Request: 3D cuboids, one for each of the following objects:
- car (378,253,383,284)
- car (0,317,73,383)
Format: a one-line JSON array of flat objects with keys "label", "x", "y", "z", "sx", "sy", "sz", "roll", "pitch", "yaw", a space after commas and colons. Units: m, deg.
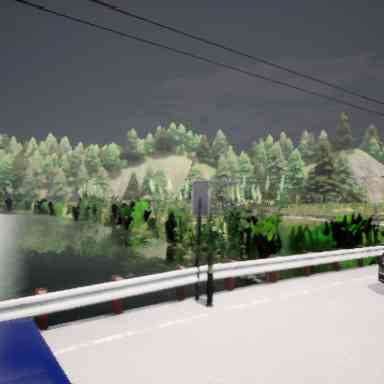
[{"label": "car", "x": 6.735, "y": 1.715, "z": 8.605, "sx": 4.902, "sy": 1.511, "sz": 2.128, "roll": 3, "pitch": -2, "yaw": -34}, {"label": "car", "x": -3.160, "y": 1.599, "z": 1.693, "sx": 4.718, "sy": 1.301, "sz": 1.895, "roll": 0, "pitch": 0, "yaw": -36}]
